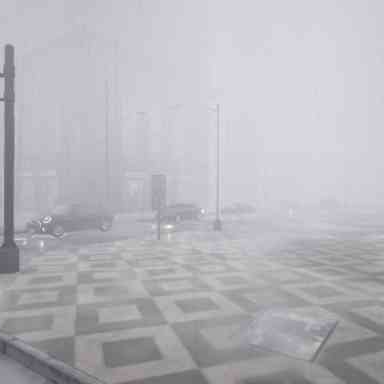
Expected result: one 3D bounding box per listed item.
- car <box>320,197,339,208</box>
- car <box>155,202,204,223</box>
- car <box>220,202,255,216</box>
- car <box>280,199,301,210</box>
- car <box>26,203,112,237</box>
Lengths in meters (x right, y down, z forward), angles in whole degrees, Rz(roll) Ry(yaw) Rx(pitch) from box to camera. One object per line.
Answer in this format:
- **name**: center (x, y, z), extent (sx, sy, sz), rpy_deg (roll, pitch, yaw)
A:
- **car**: center (22.144, 1.641, 53.451), extent (2.097, 1.767, 4.553), rpy_deg (0, 0, 35)
- **car**: center (-0.935, 1.614, 26.792), extent (1.837, 1.490, 4.892), rpy_deg (0, 0, 36)
- **car**: center (4.823, 1.755, 34.808), extent (1.895, 1.301, 4.718), rpy_deg (0, 0, 36)
- **car**: center (14.169, 1.776, 47.657), extent (1.837, 1.490, 4.892), rpy_deg (0, 0, 36)
- **car**: center (-6.792, 1.415, 18.679), extent (2.097, 1.767, 4.553), rpy_deg (0, 0, 37)
